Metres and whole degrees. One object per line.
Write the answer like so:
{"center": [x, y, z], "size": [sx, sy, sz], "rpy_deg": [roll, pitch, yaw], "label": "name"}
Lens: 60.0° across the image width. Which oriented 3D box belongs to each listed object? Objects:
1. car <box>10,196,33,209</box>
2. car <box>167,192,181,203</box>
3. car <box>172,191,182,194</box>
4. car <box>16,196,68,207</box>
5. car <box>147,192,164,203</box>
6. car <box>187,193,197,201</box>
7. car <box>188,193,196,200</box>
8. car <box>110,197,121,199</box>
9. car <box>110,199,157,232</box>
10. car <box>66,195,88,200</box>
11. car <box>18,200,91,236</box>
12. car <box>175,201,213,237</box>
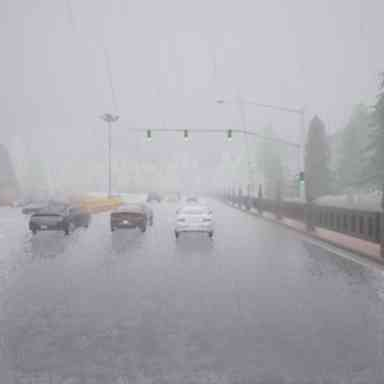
{"center": [-21.074, 1.290, 42.111], "size": [2.128, 1.511, 4.902], "rpy_deg": [0, 1, 0], "label": "car"}
{"center": [-3.499, 1.185, 61.775], "size": [1.882, 1.535, 5.008], "rpy_deg": [0, 0, 0], "label": "car"}
{"center": [-3.499, 0.716, 72.223], "size": [2.150, 2.045, 5.566], "rpy_deg": [0, 0, 0], "label": "car"}
{"center": [-14.089, 1.398, 31.647], "size": [2.033, 1.411, 5.357], "rpy_deg": [0, 0, 0], "label": "car"}
{"center": [-6.999, 0.929, 61.803], "size": [2.150, 2.045, 5.566], "rpy_deg": [0, 0, 0], "label": "car"}
{"center": [0.001, 1.231, 62.191], "size": [1.812, 1.442, 4.674], "rpy_deg": [0, 0, 0], "label": "car"}
{"center": [0.001, 0.968, 72.194], "size": [1.882, 1.535, 5.008], "rpy_deg": [0, 0, 0], "label": "car"}
{"center": [-14.001, 1.258, 61.407], "size": [2.033, 1.411, 5.357], "rpy_deg": [0, 0, 0], "label": "car"}
{"center": [-3.399, 1.385, 19.488], "size": [1.882, 1.535, 5.008], "rpy_deg": [0, 0, 0], "label": "car"}
{"center": [-14.074, 1.363, 42.378], "size": [1.994, 1.385, 4.181], "rpy_deg": [0, 0, 0], "label": "car"}
{"center": [-6.900, 1.407, 17.911], "size": [2.128, 1.511, 4.902], "rpy_deg": [0, 0, 0], "label": "car"}
{"center": [0.087, 1.442, 17.467], "size": [1.812, 1.442, 4.674], "rpy_deg": [0, 0, 0], "label": "car"}
